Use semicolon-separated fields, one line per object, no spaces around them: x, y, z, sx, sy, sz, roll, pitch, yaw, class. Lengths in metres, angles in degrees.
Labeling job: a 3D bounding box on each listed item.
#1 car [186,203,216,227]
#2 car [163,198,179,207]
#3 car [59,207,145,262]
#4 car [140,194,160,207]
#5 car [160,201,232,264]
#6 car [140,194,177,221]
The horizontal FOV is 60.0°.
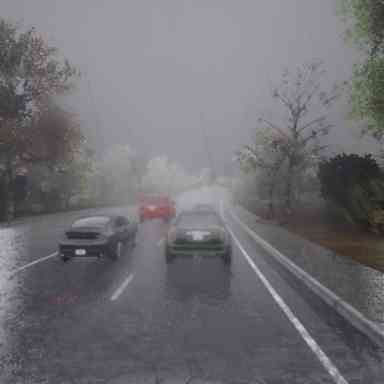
0.786;1.626;24.926;2.033;1.411;5.357;0;0;4;car
-3.656;1.729;58.361;2.033;1.411;5.357;0;0;6;car
-3.226;1.544;12.339;1.837;1.490;4.892;0;0;2;car
-7.234;1.401;57.766;2.150;2.045;5.566;0;0;6;car
0.270;1.390;12.129;2.097;1.767;4.553;0;0;2;car
-2.642;1.304;26.097;2.150;2.045;5.566;0;0;4;car
